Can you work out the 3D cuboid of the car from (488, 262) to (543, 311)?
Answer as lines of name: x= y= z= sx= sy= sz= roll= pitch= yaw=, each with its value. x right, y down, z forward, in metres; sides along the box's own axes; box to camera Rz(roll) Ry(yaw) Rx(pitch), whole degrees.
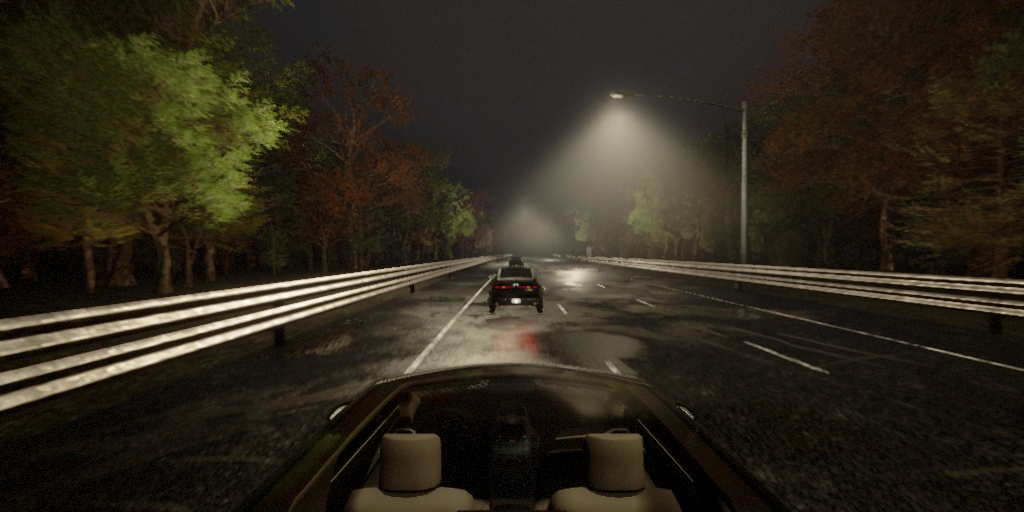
car: x=0.144 y=1.132 z=13.609 sx=1.837 sy=1.490 sz=4.892 roll=0 pitch=1 yaw=0

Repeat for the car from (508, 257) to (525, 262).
car: x=0.537 y=0.813 z=44.219 sx=1.837 sy=1.490 sz=4.892 roll=0 pitch=1 yaw=1
